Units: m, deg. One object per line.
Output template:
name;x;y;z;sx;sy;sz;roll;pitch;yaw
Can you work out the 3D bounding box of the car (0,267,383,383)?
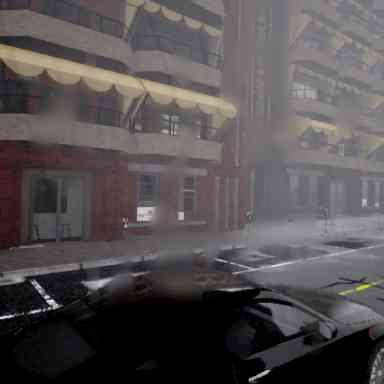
car;0.214;1.526;3.312;4.674;1.442;1.812;0;0;-35
